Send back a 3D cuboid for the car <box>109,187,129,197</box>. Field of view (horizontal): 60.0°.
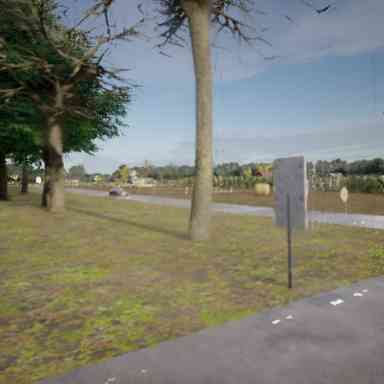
[{"bbox_3d":[-12.085,-0.002,54.602,1.812,1.442,4.674,-2,3,-36],"label":"car"}]
